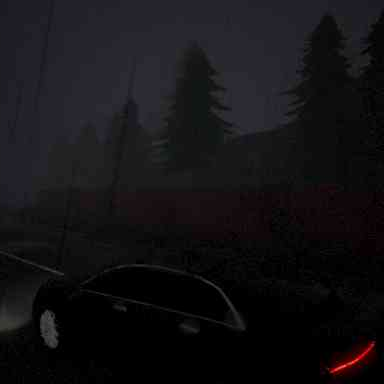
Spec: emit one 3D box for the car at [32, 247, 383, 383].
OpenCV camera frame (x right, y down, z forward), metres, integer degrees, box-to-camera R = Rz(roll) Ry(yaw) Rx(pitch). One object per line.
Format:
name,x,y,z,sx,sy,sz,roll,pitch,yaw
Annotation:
car,-0.238,1.513,4.388,4.892,1.490,1.837,0,0,38
